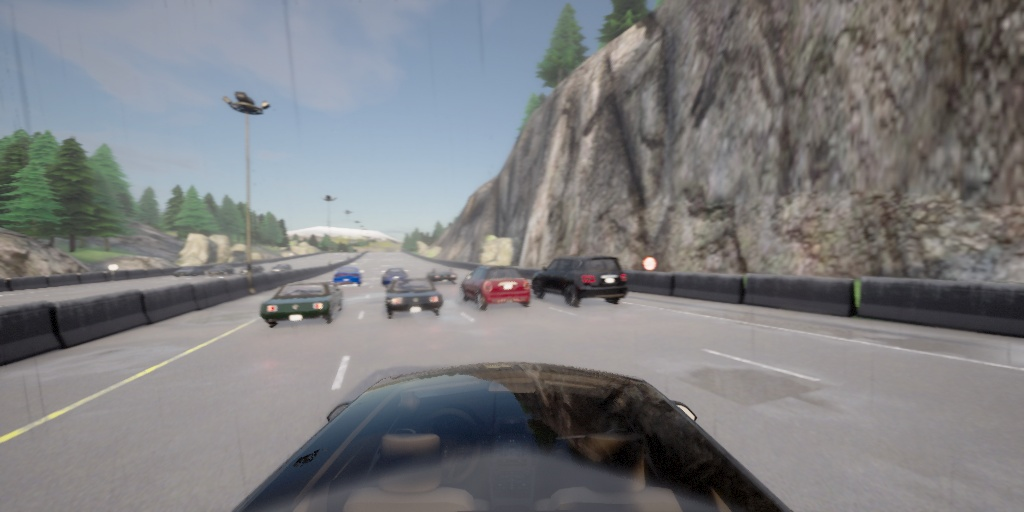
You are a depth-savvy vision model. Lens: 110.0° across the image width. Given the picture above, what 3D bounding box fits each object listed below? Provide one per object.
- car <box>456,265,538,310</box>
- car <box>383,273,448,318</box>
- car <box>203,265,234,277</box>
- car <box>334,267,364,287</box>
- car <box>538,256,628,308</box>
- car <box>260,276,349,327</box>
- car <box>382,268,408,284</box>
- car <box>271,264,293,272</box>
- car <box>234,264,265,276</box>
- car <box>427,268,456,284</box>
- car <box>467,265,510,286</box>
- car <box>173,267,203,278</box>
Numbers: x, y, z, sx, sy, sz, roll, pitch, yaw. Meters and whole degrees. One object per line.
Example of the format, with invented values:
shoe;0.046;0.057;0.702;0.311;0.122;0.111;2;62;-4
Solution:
car;-0.865;1.226;15.806;2.097;1.767;4.553;-1;0;-20
car;-3.969;1.533;14.105;1.895;1.301;4.718;-1;0;-20
car;-38.868;1.962;48.078;1.837;1.490;4.892;-1;1;-20
car;-13.022;1.611;28.688;1.882;1.535;5.008;-1;0;-20
car;2.781;1.023;15.995;2.150;2.045;5.566;-1;0;-20
car;-7.255;1.596;12.901;1.895;1.301;4.718;-1;0;-20
car;-9.343;1.630;28.804;1.994;1.385;4.181;-1;0;-20
car;-32.309;1.823;50.492;2.128;1.511;4.902;-1;1;-20
car;-35.591;1.886;49.286;2.128;1.511;4.902;-1;1;-20
car;-5.824;1.599;29.351;1.895;1.301;4.718;-1;0;-20
car;-2.023;1.473;29.109;2.033;1.411;5.357;-1;0;-20
car;-42.157;2.083;46.907;1.994;1.385;4.181;-1;1;-20
